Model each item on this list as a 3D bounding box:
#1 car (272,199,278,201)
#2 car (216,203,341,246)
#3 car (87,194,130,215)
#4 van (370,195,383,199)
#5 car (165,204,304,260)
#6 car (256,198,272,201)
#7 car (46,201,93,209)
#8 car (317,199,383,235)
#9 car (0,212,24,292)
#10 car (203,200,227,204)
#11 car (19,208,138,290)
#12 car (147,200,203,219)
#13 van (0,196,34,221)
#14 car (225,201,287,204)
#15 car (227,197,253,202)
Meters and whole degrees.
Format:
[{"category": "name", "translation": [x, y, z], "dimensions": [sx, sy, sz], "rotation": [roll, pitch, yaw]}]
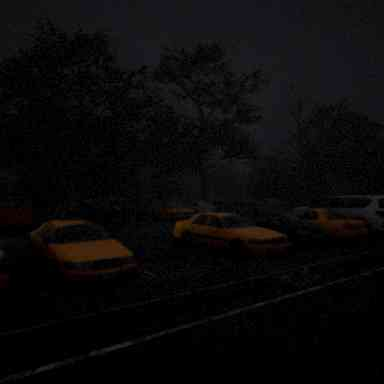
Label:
[{"category": "car", "translation": [7.156, 1.396, 33.104], "dimensions": [2.097, 1.535, 5.008], "rotation": [0, 0, -35]}, {"category": "car", "translation": [3.456, 1.444, 14.497], "dimensions": [2.231, 1.521, 4.892], "rotation": [0, 0, -35]}, {"category": "car", "translation": [-6.342, 1.195, 23.618], "dimensions": [2.435, 2.045, 5.566], "rotation": [0, 0, -35]}, {"category": "van", "translation": [29.202, 0.305, 48.838], "dimensions": [1.878, 1.987, 4.442], "rotation": [-1, 1, -35]}, {"category": "car", "translation": [1.299, 1.448, 12.739], "dimensions": [1.946, 1.575, 5.366], "rotation": [0, 0, -35]}, {"category": "car", "translation": [4.870, 1.279, 31.535], "dimensions": [2.185, 1.767, 4.553], "rotation": [0, 0, -35]}, {"category": "car", "translation": [-8.571, 1.484, 21.975], "dimensions": [2.163, 1.488, 4.792], "rotation": [0, 0, -35]}, {"category": "car", "translation": [10.261, 1.417, 19.299], "dimensions": [2.097, 1.535, 5.008], "rotation": [0, 0, -35]}, {"category": "car", "translation": [-5.717, 1.481, 8.241], "dimensions": [1.946, 1.575, 5.366], "rotation": [0, 0, -35]}, {"category": "car", "translation": [0.466, 1.461, 28.385], "dimensions": [2.002, 1.452, 4.674], "rotation": [0, 0, -35]}, {"category": "car", "translation": [-3.336, 1.468, 9.468], "dimensions": [1.946, 1.575, 5.366], "rotation": [0, 0, -35]}, {"category": "car", "translation": [-1.692, 1.427, 26.638], "dimensions": [1.946, 1.575, 5.366], "rotation": [0, 0, -35]}, {"category": "van", "translation": [-11.020, 1.240, 20.424], "dimensions": [1.878, 1.987, 4.442], "rotation": [0, 0, -35]}, {"category": "car", "translation": [4.798, 1.494, 20.871], "dimensions": [5.357, 1.411, 2.033], "rotation": [0, 0, -35]}, {"category": "car", "translation": [2.744, 1.442, 29.960], "dimensions": [2.163, 1.488, 4.792], "rotation": [0, 0, -35]}]
